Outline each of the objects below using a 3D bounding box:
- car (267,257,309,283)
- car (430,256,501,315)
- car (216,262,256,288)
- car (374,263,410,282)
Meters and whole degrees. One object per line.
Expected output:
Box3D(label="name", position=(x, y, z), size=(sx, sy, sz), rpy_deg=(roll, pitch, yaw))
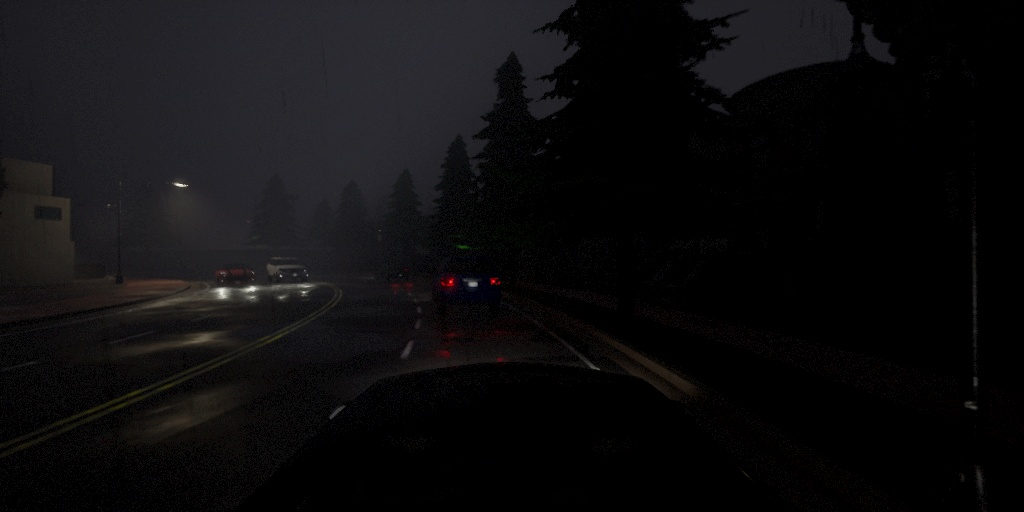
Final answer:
Box3D(label="car", position=(-18.878, 1.130, 30.091), size=(2.150, 2.045, 5.566), rpy_deg=(0, 0, -43))
Box3D(label="car", position=(-1.948, 1.016, 14.105), size=(2.150, 2.045, 5.566), rpy_deg=(0, 0, -15))
Box3D(label="car", position=(-20.017, 1.252, 25.972), size=(2.097, 1.767, 4.553), rpy_deg=(0, 0, -41))
Box3D(label="car", position=(-10.477, 1.371, 31.039), size=(2.128, 1.511, 4.902), rpy_deg=(0, 0, -37))
